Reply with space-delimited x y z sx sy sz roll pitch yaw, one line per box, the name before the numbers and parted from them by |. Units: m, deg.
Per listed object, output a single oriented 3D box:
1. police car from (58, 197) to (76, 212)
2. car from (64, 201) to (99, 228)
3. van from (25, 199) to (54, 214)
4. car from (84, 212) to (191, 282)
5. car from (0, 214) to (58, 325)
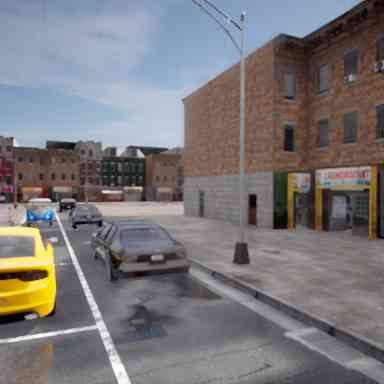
police car | -14.685 1.445 39.263 1.930 1.638 5.238 0 0 -24
car | -7.216 1.554 22.364 2.033 1.411 5.357 0 0 -24
van | -10.333 1.345 22.643 1.690 1.788 3.998 0 0 -24
car | -1.798 1.550 9.913 2.033 1.411 5.357 0 0 -23
car | -3.946 1.476 7.049 1.882 1.535 5.008 0 0 -24
